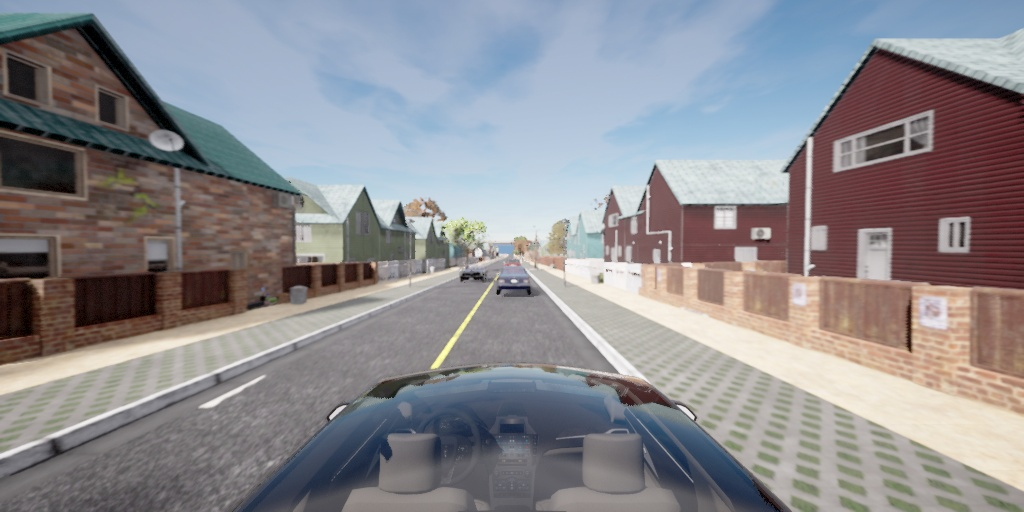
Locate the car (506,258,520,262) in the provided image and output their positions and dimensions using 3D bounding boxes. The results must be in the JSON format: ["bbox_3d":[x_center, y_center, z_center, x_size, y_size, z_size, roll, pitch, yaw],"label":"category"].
[{"bbox_3d":[0.090,1.028,39.125,2.097,1.767,4.553,0,0,0],"label":"car"}]

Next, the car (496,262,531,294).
[{"bbox_3d":[0.095,1.258,19.994,2.033,1.411,5.357,0,0,0],"label":"car"}]

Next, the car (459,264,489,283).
[{"bbox_3d":[-2.855,1.298,27.345,1.895,1.301,4.718,0,0,0],"label":"car"}]
